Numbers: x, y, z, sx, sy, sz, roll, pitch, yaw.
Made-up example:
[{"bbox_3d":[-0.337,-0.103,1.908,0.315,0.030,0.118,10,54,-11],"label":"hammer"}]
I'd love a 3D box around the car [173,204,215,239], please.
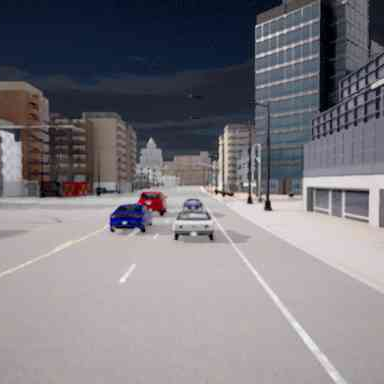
[{"bbox_3d":[0.082,1.542,16.932,1.895,1.301,4.718,0,1,0],"label":"car"}]

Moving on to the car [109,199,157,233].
[{"bbox_3d":[-3.418,1.391,19.341,1.882,1.535,5.008,0,1,0],"label":"car"}]

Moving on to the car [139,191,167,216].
[{"bbox_3d":[-3.430,0.939,29.312,2.150,2.045,5.566,0,1,0],"label":"car"}]

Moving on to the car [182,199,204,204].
[{"bbox_3d":[0.080,1.272,29.094,2.033,1.411,5.357,0,1,0],"label":"car"}]
